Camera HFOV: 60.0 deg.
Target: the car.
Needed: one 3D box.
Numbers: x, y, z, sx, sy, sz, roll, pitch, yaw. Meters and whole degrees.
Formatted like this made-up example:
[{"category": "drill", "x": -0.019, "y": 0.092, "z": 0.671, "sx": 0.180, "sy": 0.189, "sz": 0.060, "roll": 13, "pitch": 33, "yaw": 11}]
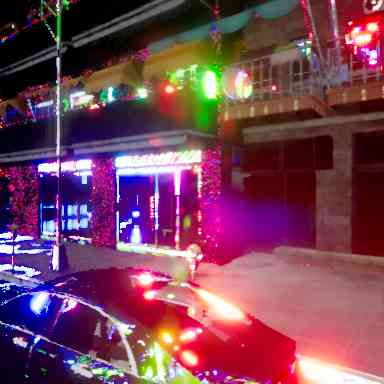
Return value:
[{"category": "car", "x": -1.062, "y": 1.546, "z": 3.631, "sx": 4.403, "sy": 1.369, "sz": 2.008, "roll": 0, "pitch": 0, "yaw": 35}]
